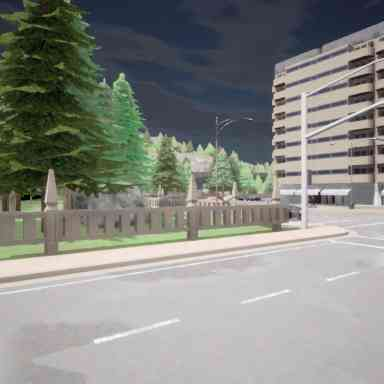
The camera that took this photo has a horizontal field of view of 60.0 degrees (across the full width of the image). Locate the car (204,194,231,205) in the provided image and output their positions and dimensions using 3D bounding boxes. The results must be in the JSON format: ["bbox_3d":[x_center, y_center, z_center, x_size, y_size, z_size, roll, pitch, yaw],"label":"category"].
[{"bbox_3d":[2.655,1.422,42.214,1.882,1.535,5.008,0,0,-20],"label":"car"}]

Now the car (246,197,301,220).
[{"bbox_3d":[7.087,1.436,27.197,2.128,1.511,4.902,0,0,-33],"label":"car"}]

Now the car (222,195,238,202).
[{"bbox_3d":[8.594,1.469,75.205,1.812,1.442,4.674,0,0,32],"label":"car"}]

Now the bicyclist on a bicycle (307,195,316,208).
[{"bbox_3d":[15.325,1.245,42.481,1.656,1.620,0.582,0,0,-29],"label":"bicyclist on a bicycle"}]

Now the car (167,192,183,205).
[{"bbox_3d":[-3.111,1.157,62.078,2.150,2.045,5.566,0,1,5],"label":"car"}]

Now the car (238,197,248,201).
[{"bbox_3d":[7.108,1.492,33.372,2.033,1.411,5.357,0,0,-33],"label":"car"}]

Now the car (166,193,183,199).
[{"bbox_3d":[-2.570,1.165,47.739,2.150,2.045,5.566,0,0,-11],"label":"car"}]

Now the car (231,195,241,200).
[{"bbox_3d":[9.249,1.492,67.935,2.033,1.411,5.357,0,0,20],"label":"car"}]
